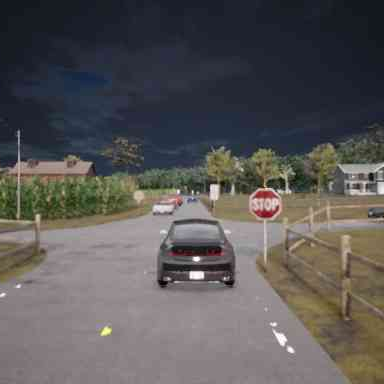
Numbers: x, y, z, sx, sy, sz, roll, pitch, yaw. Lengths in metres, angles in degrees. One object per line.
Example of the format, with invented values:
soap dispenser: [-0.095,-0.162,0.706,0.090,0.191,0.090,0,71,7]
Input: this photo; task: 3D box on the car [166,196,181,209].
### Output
car: [-2.821,1.584,43.057,1.895,1.301,4.718,0,0,0]

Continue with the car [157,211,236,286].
car: [0.101,1.508,9.428,1.837,1.490,4.892,0,0,0]

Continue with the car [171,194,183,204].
car: [-2.734,1.324,62.778,2.097,1.767,4.553,0,0,0]

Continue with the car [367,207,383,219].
car: [13.675,1.064,20.991,4.892,1.490,1.837,-2,-2,0]

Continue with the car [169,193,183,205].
car: [-2.803,1.198,52.837,2.150,2.045,5.566,0,0,0]

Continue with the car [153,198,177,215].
car: [-2.837,1.592,33.467,1.895,1.301,4.718,0,0,0]

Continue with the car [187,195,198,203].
car: [0.118,1.322,65.972,2.097,1.767,4.553,0,0,0]
